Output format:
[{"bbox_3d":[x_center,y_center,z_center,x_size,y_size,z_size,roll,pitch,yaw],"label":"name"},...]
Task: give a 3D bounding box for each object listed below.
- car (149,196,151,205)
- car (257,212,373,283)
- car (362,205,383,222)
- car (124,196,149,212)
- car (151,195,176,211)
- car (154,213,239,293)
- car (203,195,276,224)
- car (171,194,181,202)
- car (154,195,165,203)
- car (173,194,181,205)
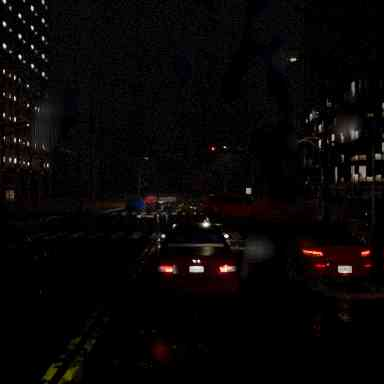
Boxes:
[{"bbox_3d":[-6.687,1.418,54.208,1.882,1.535,5.008,0,0,0],"label":"car"},{"bbox_3d":[3.334,1.522,9.559,1.812,1.442,4.674,0,0,0],"label":"car"},{"bbox_3d":[16.075,1.617,26.858,4.181,1.385,1.994,0,0,1],"label":"car"},{"bbox_3d":[-6.664,1.447,38.948,1.882,1.535,5.008,0,0,0],"label":"car"},{"bbox_3d":[-3.376,1.459,39.934,2.128,1.511,4.902,0,0,-1],"label":"car"},{"bbox_3d":[0.085,1.544,8.974,2.033,1.411,5.357,0,0,0],"label":"car"},{"bbox_3d":[3.524,1.234,25.177,5.566,2.045,2.150,0,1,27],"label":"car"},{"bbox_3d":[-3.531,1.251,72.404,2.097,1.767,4.553,0,0,-2],"label":"car"},{"bbox_3d":[-6.708,1.384,69.582,1.882,1.535,5.008,0,0,-1],"label":"car"},{"bbox_3d":[-3.438,1.481,57.153,2.033,1.411,5.357,0,0,0],"label":"car"}]
